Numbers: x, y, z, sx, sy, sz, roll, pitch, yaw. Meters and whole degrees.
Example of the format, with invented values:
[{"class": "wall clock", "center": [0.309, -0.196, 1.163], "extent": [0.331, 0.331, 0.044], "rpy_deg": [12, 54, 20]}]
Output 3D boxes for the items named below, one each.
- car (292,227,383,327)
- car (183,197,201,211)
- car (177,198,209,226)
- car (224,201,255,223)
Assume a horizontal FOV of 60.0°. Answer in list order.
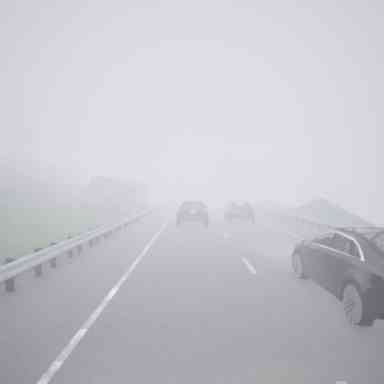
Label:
[{"class": "car", "center": [3.581, 1.476, 6.964], "extent": [2.128, 1.511, 4.902], "rpy_deg": [0, 0, 0]}, {"class": "car", "center": [-0.002, 1.419, 41.065], "extent": [2.128, 1.511, 4.902], "rpy_deg": [0, 0, 0]}, {"class": "car", "center": [0.045, 1.311, 23.182], "extent": [2.097, 1.767, 4.553], "rpy_deg": [0, 0, 0]}, {"class": "car", "center": [3.539, 1.444, 25.253], "extent": [2.128, 1.511, 4.902], "rpy_deg": [0, 0, 0]}]
